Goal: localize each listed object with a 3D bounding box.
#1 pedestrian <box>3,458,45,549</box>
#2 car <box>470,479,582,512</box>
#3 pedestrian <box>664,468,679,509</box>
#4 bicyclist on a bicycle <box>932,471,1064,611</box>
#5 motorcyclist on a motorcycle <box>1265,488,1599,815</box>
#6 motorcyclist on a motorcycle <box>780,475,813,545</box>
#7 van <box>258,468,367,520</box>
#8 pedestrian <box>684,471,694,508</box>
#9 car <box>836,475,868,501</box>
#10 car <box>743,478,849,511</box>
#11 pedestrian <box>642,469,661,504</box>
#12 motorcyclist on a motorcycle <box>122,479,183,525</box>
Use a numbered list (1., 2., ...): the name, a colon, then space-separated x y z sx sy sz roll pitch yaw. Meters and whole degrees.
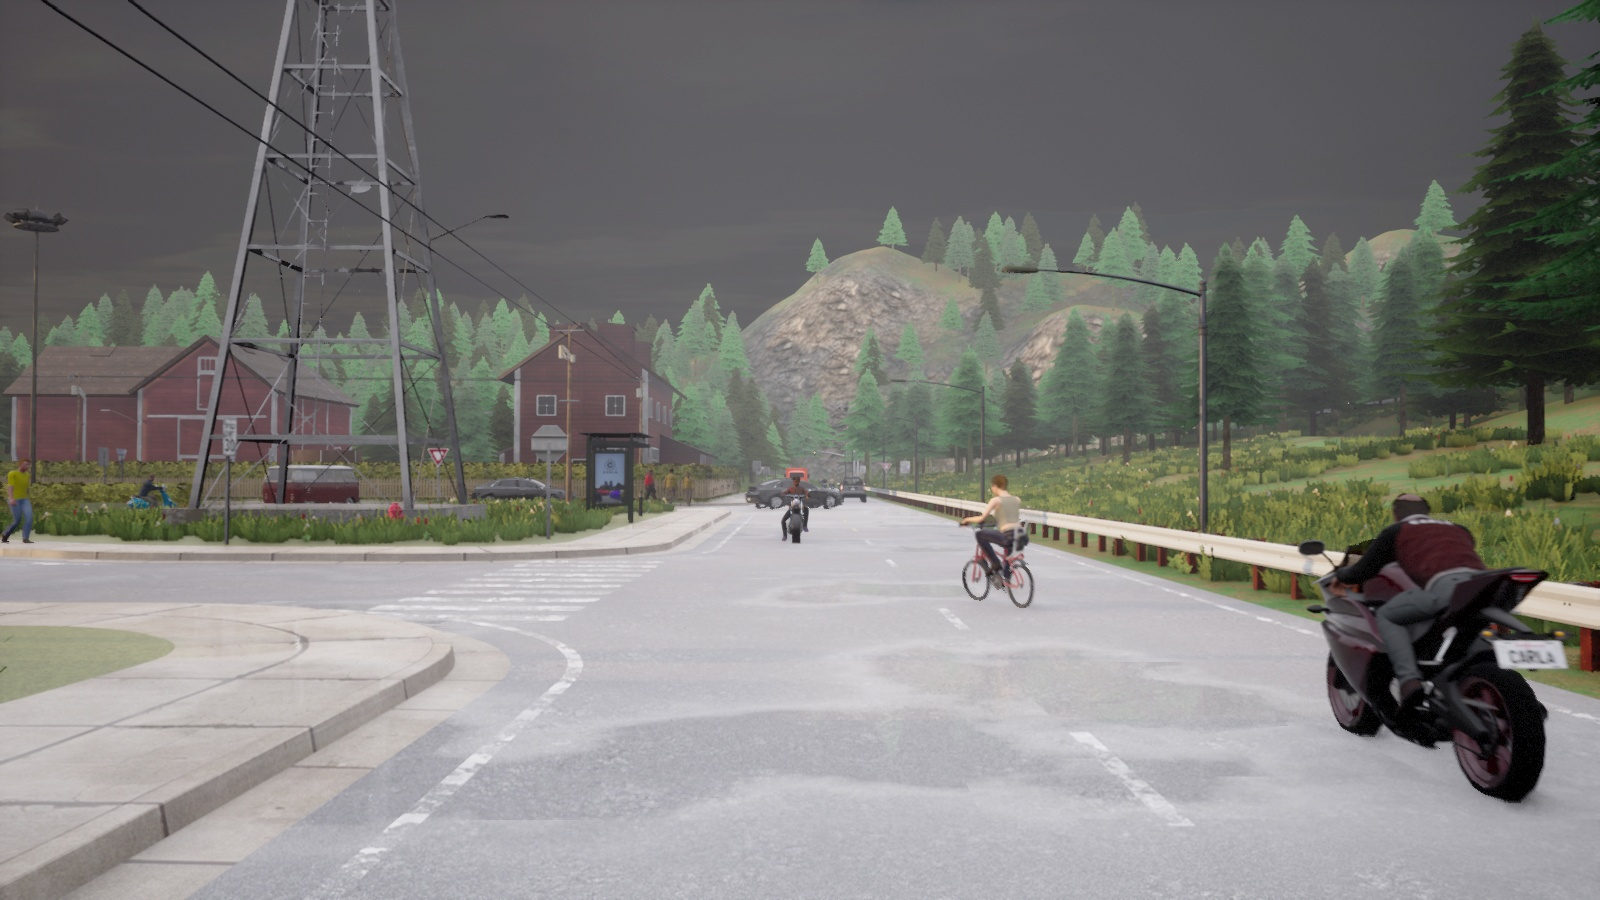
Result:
1. pedestrian: -15.859 1.093 25.668 0.706 1.836 0.354 -1 -1 21
2. car: -12.912 2.156 59.425 4.892 1.490 1.837 0 -1 0
3. pedestrian: -5.773 1.734 56.399 0.431 1.840 0.709 -1 -1 17
4. bicyclist on a bicycle: 2.427 1.083 15.548 0.866 1.612 1.509 -2 -1 -26
5. motorcyclist on a motorcycle: 3.482 0.996 7.109 0.866 1.530 2.191 0 -1 0
6. motorcyclist on a motorcycle: -0.077 1.431 30.646 0.766 1.649 2.350 0 -1 0
7. van: -19.601 1.742 50.685 1.775 1.987 4.442 -1 -1 16
8. pedestrian: -5.639 1.999 63.719 0.431 1.840 0.709 0 -1 1
9. car: 3.299 2.425 79.971 1.851 1.617 3.988 0 -1 0
10. car: -0.187 2.143 61.235 4.892 1.490 1.837 0 -1 -26
11. pedestrian: -7.922 1.945 66.852 0.899 1.844 0.634 0 -1 5
12. motorcyclist on a motorcycle: -23.027 1.828 44.665 1.817 1.590 0.866 1 -2 -36
